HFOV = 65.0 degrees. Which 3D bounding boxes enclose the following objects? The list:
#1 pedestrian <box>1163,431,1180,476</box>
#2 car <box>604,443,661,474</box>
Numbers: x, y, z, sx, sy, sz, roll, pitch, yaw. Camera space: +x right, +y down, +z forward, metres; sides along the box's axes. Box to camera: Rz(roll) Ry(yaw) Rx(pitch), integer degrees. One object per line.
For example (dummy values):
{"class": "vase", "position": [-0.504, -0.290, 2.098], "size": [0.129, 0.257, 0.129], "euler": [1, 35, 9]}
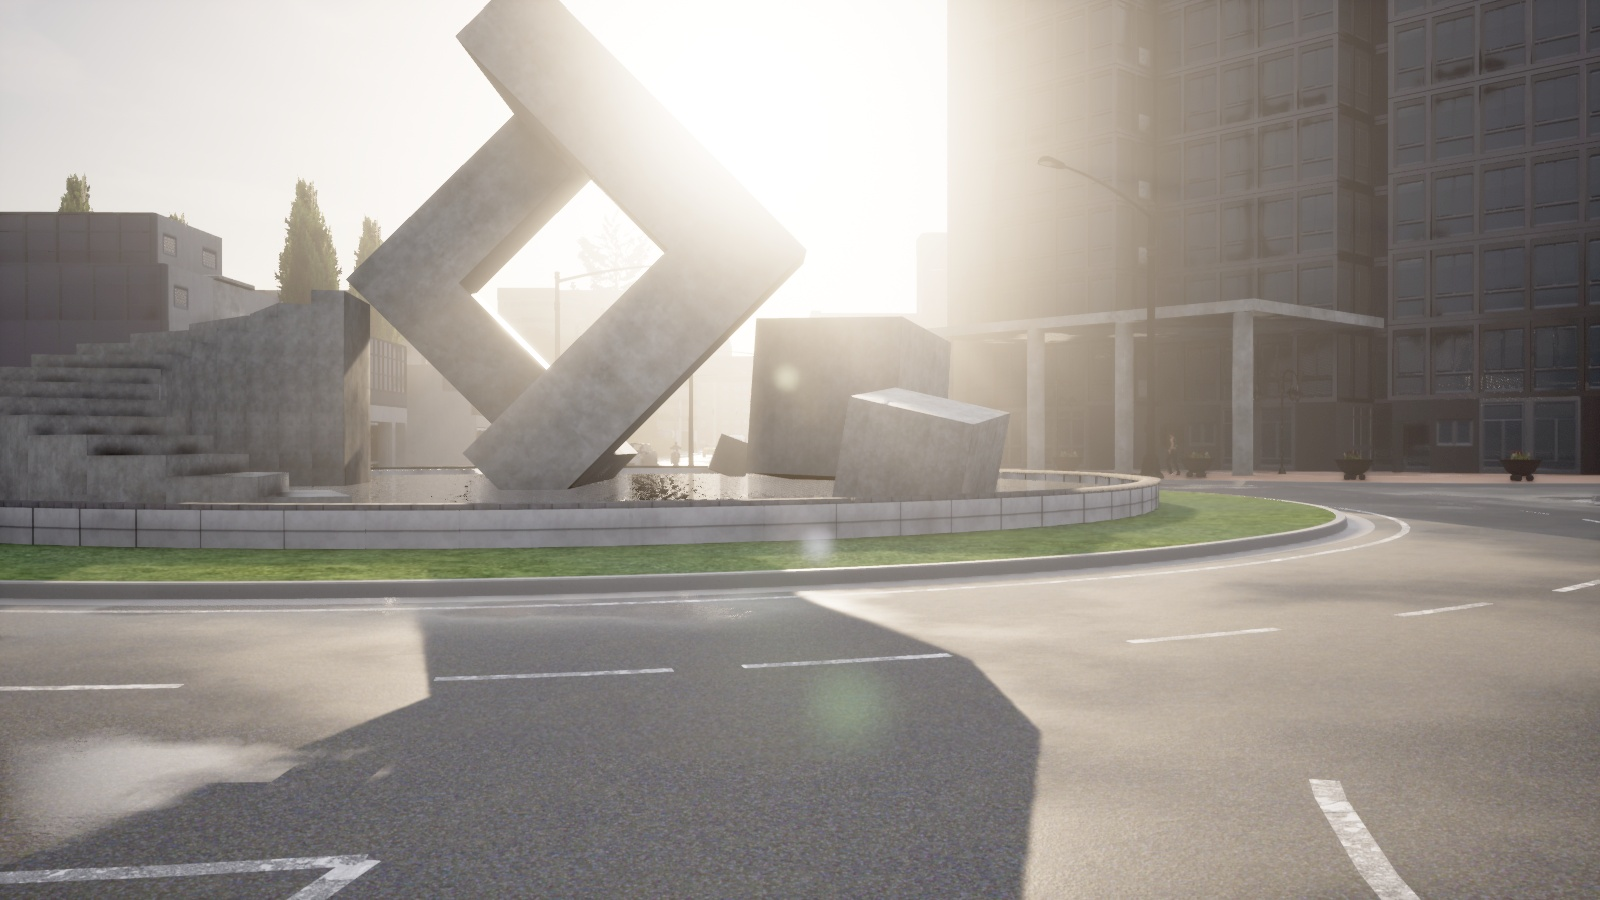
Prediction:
{"class": "pedestrian", "position": [15.184, 0.125, 51.347], "size": [0.345, 1.836, 0.594], "euler": [0, 0, -36]}
{"class": "car", "position": [-8.282, 0.402, 62.307], "size": [1.845, 1.501, 3.633], "euler": [0, 0, 9]}
